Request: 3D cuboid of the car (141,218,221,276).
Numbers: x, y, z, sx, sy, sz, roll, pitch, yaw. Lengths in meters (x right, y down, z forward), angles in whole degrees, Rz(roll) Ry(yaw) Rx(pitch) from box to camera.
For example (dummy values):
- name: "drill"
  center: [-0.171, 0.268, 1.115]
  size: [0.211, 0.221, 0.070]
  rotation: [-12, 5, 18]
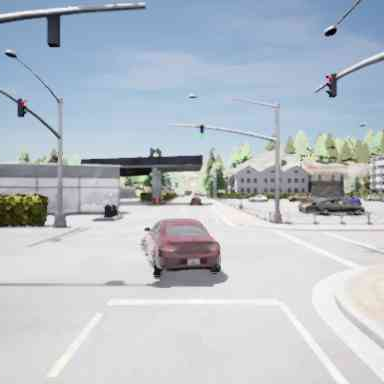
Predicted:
- name: "car"
  center: [-0.454, 1.534, 10.360]
  size: [1.812, 1.442, 4.674]
  rotation: [0, 0, -12]

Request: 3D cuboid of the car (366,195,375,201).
- name: "car"
  center: [38.966, 1.317, 71.145]
  size: [3.806, 1.475, 1.970]
  rotation: [0, 0, 0]

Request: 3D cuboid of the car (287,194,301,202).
- name: "car"
  center: [21.890, 1.170, 67.950]
  size: [4.605, 1.855, 1.932]
  rotation: [0, 0, 0]

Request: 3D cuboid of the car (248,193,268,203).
- name: "car"
  center: [13.411, 1.428, 67.954]
  size: [3.806, 1.475, 1.970]
  rotation: [0, 0, 0]

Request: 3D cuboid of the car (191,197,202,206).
- name: "car"
  center: [0.711, 1.529, 57.420]
  size: [1.882, 1.535, 5.008]
  rotation: [0, 0, 1]

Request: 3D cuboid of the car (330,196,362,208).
- name: "car"
  center: [21.026, 1.371, 45.505]
  size: [3.633, 1.501, 1.845]
  rotation: [0, 0, 0]

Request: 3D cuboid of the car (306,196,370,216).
- name: "car"
  center: [13.330, 1.374, 30.560]
  size: [4.514, 1.523, 2.007]
  rotation: [0, 0, 0]

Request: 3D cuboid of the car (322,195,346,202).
- name: "car"
  center: [31.935, 1.382, 74.842]
  size: [4.514, 1.523, 2.007]
  rotation: [0, 0, 0]

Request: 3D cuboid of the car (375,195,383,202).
- name: "car"
  center: [39.258, 1.232, 64.726]
  size: [5.027, 1.636, 2.152]
  rotation: [0, 0, 0]

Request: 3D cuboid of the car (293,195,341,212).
- name: "car"
  center: [13.293, 1.368, 33.697]
  size: [5.027, 1.636, 2.152]
  rotation: [0, 0, 0]

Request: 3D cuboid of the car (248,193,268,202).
- name: "car"
  center: [14.039, 1.148, 71.276]
  size: [3.866, 1.878, 1.905]
  rotation: [0, 0, 0]
